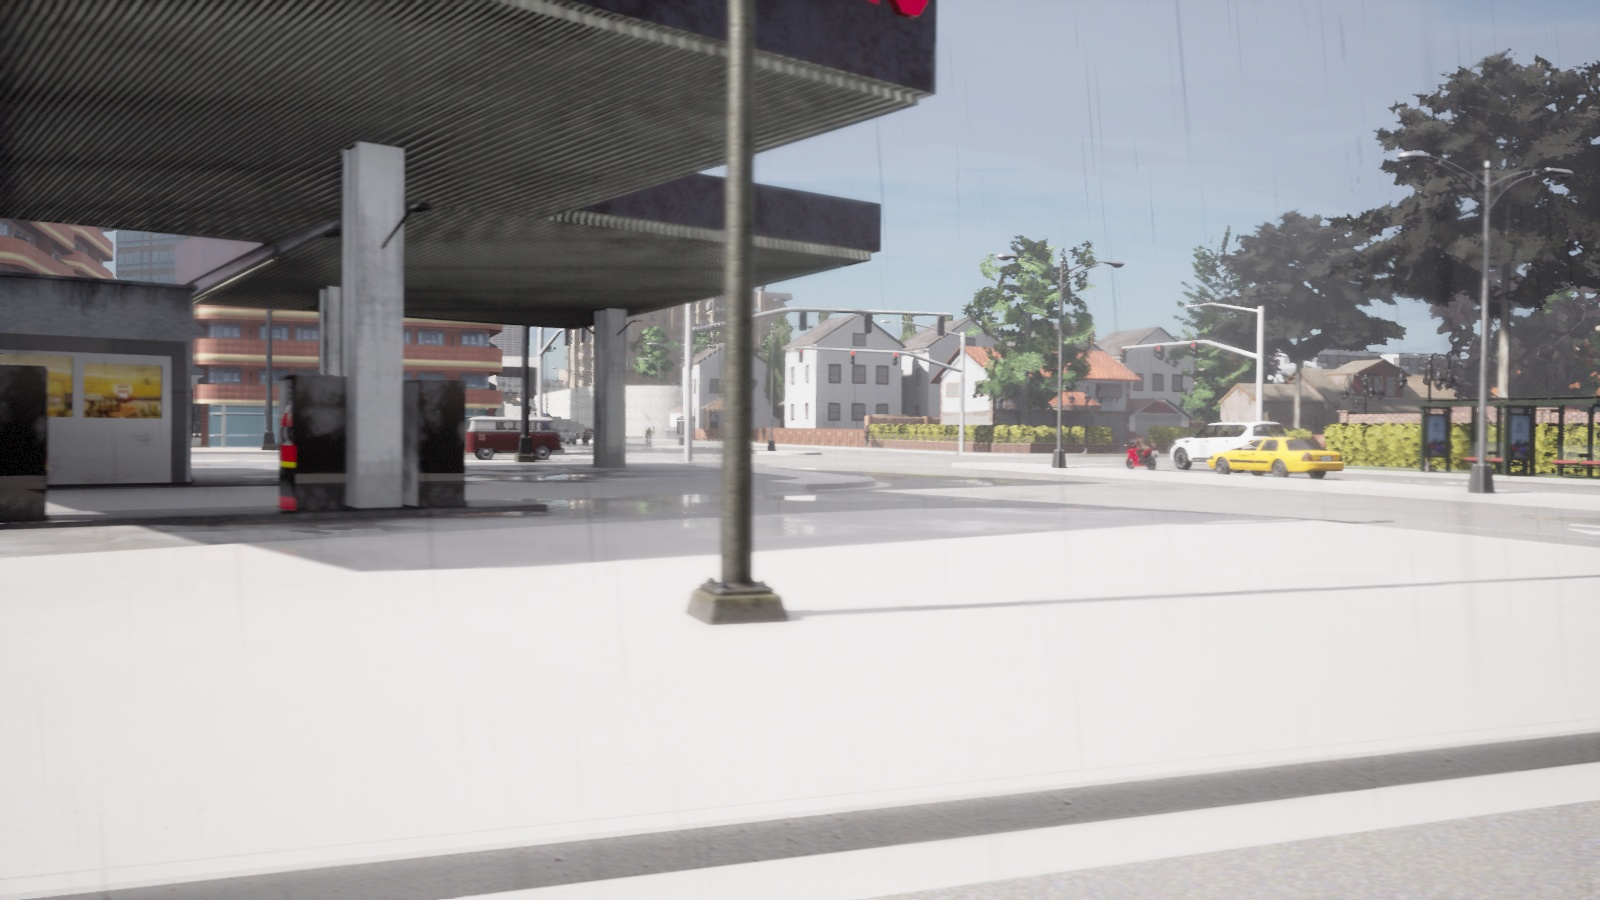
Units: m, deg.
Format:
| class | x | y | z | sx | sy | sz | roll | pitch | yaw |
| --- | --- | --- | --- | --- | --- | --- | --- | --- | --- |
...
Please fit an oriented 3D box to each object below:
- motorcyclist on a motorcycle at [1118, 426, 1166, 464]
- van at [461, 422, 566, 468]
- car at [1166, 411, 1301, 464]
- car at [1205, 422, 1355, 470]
| class | x | y | z | sx | sy | sz | roll | pitch | yaw |
| --- | --- | --- | --- | --- | --- | --- | --- | --- | --- |
| motorcyclist on a motorcycle | 13.968 | -0.207 | 51.349 | 0.797 | 1.523 | 2.044 | -1 | 1 | -21 |
| van | -13.176 | -0.247 | 57.747 | 4.442 | 1.987 | 1.775 | -1 | 1 | -22 |
| car | 17.660 | -0.512 | 51.489 | 2.150 | 2.045 | 5.566 | -1 | 1 | -21 |
| car | 16.747 | -0.162 | 44.127 | 1.801 | 1.575 | 5.366 | -1 | 1 | -21 |
